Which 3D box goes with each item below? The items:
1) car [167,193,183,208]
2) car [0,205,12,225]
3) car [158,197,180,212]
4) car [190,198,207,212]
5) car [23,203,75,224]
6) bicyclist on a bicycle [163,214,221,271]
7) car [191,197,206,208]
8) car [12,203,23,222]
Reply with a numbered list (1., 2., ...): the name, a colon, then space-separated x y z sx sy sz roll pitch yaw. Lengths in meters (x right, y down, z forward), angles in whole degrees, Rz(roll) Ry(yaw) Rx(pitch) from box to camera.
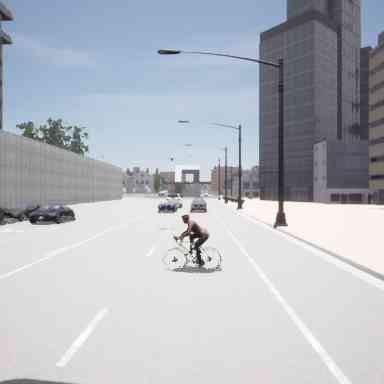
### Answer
1. car: -2.557 1.221 48.062 2.150 2.045 5.566 0 0 1
2. car: -13.728 1.351 20.736 2.097 1.767 4.553 0 0 1
3. car: -2.721 1.600 38.243 1.895 1.301 4.718 0 0 1
4. car: 0.781 1.547 38.224 2.033 1.411 5.357 0 0 2
5. car: -10.153 1.564 24.405 1.994 1.385 4.181 0 0 1
6. bicyclist on a bicycle: -0.006 1.453 9.408 1.656 1.620 0.582 -1 0 1
7. car: 0.963 1.547 49.013 2.033 1.411 5.357 0 0 2
8. car: -13.520 1.554 26.671 2.033 1.411 5.357 0 0 1
